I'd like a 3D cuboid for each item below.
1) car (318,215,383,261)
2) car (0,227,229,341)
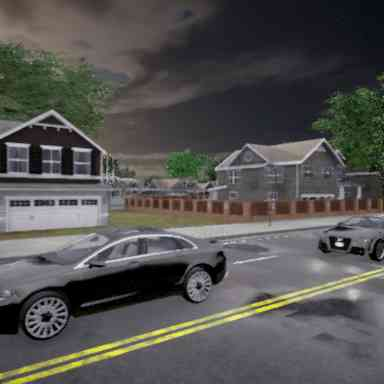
[{"bbox_3d":[6.564,1.572,12.328,4.181,1.385,1.994,0,0,-36],"label":"car"},{"bbox_3d":[-1.494,1.493,6.602,4.902,1.511,2.128,0,0,-35],"label":"car"}]
